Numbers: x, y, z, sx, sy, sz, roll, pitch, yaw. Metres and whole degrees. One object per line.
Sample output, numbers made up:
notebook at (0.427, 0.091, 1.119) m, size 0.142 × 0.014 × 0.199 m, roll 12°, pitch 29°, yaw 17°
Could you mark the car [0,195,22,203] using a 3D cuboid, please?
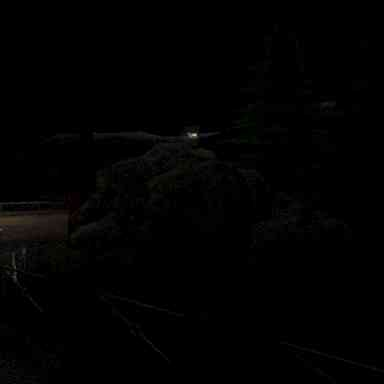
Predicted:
car at (-22.132, 1.199, 38.416) m, size 2.097 × 1.767 × 4.553 m, roll 1°, pitch 0°, yaw 35°
